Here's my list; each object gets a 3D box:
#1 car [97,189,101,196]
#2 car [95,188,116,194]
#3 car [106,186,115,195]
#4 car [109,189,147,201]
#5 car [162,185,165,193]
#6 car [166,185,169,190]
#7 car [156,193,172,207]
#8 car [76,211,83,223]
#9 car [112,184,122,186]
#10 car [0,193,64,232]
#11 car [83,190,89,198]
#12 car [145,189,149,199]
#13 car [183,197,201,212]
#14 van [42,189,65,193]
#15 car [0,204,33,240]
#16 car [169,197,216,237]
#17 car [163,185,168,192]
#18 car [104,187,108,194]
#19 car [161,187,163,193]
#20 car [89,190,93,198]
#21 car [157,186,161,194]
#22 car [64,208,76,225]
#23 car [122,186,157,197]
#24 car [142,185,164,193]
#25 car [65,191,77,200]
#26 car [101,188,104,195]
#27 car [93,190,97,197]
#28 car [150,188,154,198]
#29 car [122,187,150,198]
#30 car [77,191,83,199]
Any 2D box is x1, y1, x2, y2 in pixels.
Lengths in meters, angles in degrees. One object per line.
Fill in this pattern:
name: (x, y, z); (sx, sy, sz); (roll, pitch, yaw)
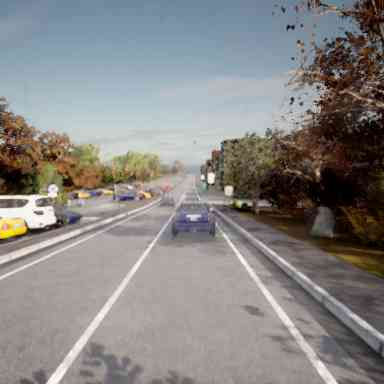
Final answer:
car: (-23.160, 0.380, 72.291); (5.008, 1.535, 2.097); (0, 1, 0)
car: (-23.073, -0.226, 89.012); (5.008, 1.535, 2.097); (0, 3, 0)
car: (-22.899, -0.106, 86.224); (5.366, 1.575, 1.946); (0, 2, 0)
car: (-10.169, 0.699, 52.896); (4.792, 1.488, 2.163); (0, 0, 0)
car: (-10.035, -0.231, 86.316); (4.553, 1.767, 2.185); (0, 3, 0)
car: (-9.950, -0.500, 94.678); (5.008, 1.535, 2.097); (0, 3, 0)
car: (-3.376, 1.249, 45.902); (2.033, 1.411, 5.357); (0, 1, 0)
car: (-10.054, 1.493, 23.086); (4.792, 1.488, 2.163); (0, 0, 0)
car: (-23.080, -0.607, 91.786); (5.566, 2.045, 2.435); (0, 3, 0)
car: (-10.139, 1.214, 17.534); (5.566, 2.045, 2.435); (0, 0, 0)
car: (-23.399, 0.551, 64.052); (5.366, 1.575, 1.946); (0, 1, 0)
car: (-10.211, 0.677, 55.680); (4.792, 1.488, 2.163); (0, 0, 0)
car: (0.021, 1.304, 36.796); (1.837, 1.490, 4.892); (0, 0, 0)
van: (-23.151, 0.441, 52.886); (4.442, 1.987, 1.878); (1, 1, 0)
car: (-10.310, 1.463, 14.758); (5.366, 1.575, 1.946); (0, 0, 0)
car: (0.079, 1.248, 17.602); (2.097, 1.767, 4.553); (0, 0, 0)
car: (-9.965, -0.360, 91.892); (5.008, 1.535, 2.097); (0, 3, 0)
car: (-23.126, 0.209, 77.997); (4.892, 1.521, 2.231); (0, 2, 0)
car: (-10.065, 0.144, 80.759); (4.792, 1.488, 2.163); (0, 2, 0)
car: (-23.382, 0.503, 66.847); (5.366, 1.575, 1.946); (0, 1, 0)
car: (-10.037, 0.174, 75.182); (4.553, 1.767, 2.185); (0, 2, 0)
car: (-10.102, 1.464, 20.310); (5.008, 1.535, 2.097); (0, 0, 0)
car: (-10.162, 0.306, 64.034); (5.566, 2.045, 2.435); (0, 1, 0)
car: (-10.051, -0.116, 83.539); (4.553, 1.767, 2.185); (0, 2, 0)
car: (-23.249, 0.663, 58.347); (4.674, 1.452, 2.002); (0, 0, 0)
car: (-23.144, 0.301, 75.080); (5.008, 1.535, 2.097); (0, 2, 0)
car: (-23.152, 0.480, 69.501); (4.792, 1.488, 2.163); (0, 1, 0)
car: (-10.144, 0.596, 61.245); (5.008, 1.535, 2.097); (0, 1, 0)
car: (-10.197, 0.500, 58.464); (4.553, 1.767, 2.185); (0, 1, 0)
car: (-23.258, 0.622, 61.259); (4.792, 1.488, 2.163); (0, 1, 0)
